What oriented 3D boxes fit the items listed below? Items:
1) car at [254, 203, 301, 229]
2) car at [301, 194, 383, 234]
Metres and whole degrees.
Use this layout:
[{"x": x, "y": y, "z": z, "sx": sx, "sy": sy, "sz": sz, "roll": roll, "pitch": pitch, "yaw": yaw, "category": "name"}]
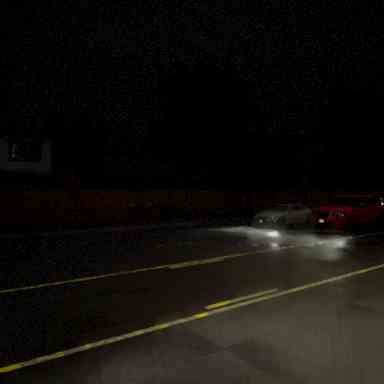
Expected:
[{"x": 5.996, "y": 1.458, "z": 21.168, "sx": 4.674, "sy": 1.442, "sz": 1.812, "roll": 0, "pitch": 0, "yaw": -35, "category": "car"}, {"x": 9.021, "y": 1.149, "z": 19.027, "sx": 5.566, "sy": 2.045, "sz": 2.150, "roll": 0, "pitch": 0, "yaw": -35, "category": "car"}]
